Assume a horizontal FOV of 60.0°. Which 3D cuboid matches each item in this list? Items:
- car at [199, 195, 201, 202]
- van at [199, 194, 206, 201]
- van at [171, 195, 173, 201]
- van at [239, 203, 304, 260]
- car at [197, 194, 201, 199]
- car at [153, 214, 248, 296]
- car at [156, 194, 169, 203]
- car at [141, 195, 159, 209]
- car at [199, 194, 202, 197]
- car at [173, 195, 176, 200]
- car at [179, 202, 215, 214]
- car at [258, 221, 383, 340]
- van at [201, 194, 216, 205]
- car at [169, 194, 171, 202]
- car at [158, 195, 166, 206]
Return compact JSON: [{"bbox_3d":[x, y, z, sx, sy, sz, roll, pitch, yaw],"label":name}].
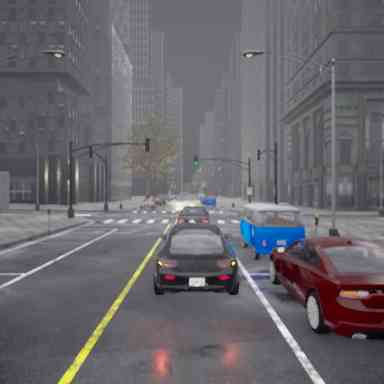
[{"bbox_3d":[2.692,1.589,55.525,1.947,1.339,4.313,0,0,0],"label":"car"},{"bbox_3d":[2.656,1.395,82.591,1.690,1.788,3.998,0,0,0],"label":"van"},{"bbox_3d":[-5.861,1.387,76.439,1.690,1.788,3.998,0,0,0],"label":"van"},{"bbox_3d":[2.765,1.341,12.128,1.690,1.788,3.998,0,0,0],"label":"van"},{"bbox_3d":[2.670,1.590,71.765,2.008,1.369,4.403,0,0,0],"label":"car"},{"bbox_3d":[0.096,1.526,8.560,1.812,1.442,4.674,0,0,0],"label":"car"},{"bbox_3d":[-5.839,1.343,60.572,2.192,1.841,5.009,0,0,0],"label":"car"},{"bbox_3d":[-5.825,1.540,44.532,1.752,1.417,4.829,0,0,0],"label":"car"},{"bbox_3d":[2.684,1.572,60.938,1.887,1.381,4.507,0,0,0],"label":"car"},{"bbox_3d":[-5.876,1.626,87.016,1.947,1.339,4.313,0,0,0],"label":"car"},{"bbox_3d":[0.174,1.550,19.672,2.033,1.411,5.357,0,0,3],"label":"car"},{"bbox_3d":[2.770,1.544,6.602,1.887,1.381,4.507,0,0,0],"label":"car"},{"bbox_3d":[2.700,1.359,50.112,1.690,1.788,3.998,0,0,0],"label":"van"},{"bbox_3d":[-5.847,1.584,65.861,2.008,1.369,4.403,0,0,0],"label":"car"},{"bbox_3d":[-5.833,1.567,55.283,1.887,1.381,4.507,0,0,0],"label":"car"}]
